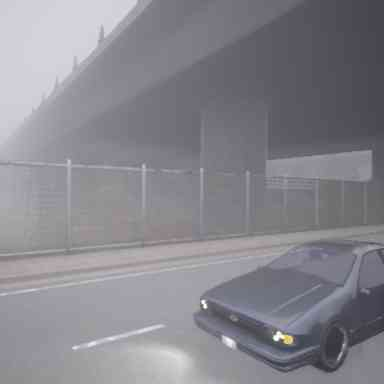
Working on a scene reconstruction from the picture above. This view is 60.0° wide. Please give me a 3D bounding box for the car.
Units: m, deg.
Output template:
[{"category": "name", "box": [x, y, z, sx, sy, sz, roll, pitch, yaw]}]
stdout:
[{"category": "car", "box": [2.644, 1.604, 5.913, 5.357, 1.411, 2.033, 1, 0, -36]}]
